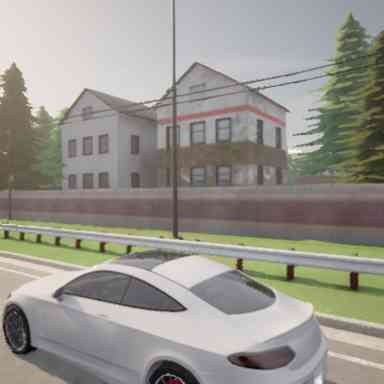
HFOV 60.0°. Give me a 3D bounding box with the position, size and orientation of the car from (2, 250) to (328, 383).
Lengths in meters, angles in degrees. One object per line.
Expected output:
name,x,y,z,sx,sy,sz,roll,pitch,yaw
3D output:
car,-0.684,1.550,4.481,4.674,1.442,1.812,-1,0,36
